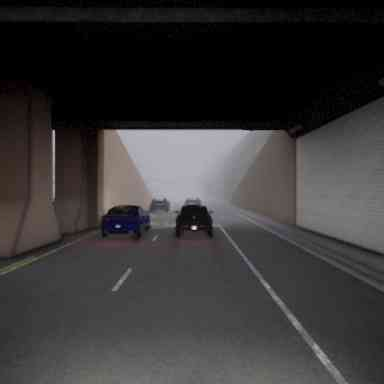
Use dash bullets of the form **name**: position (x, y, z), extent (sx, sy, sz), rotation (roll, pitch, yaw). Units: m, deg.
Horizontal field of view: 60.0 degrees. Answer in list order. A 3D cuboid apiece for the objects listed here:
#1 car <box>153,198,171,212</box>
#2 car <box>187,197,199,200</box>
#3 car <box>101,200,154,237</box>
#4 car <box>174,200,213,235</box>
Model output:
- **car**: position (-3.385, 1.345, 35.694), extent (2.128, 1.511, 4.902), rotation (0, 0, 0)
- **car**: position (0.116, 1.334, 38.367), extent (2.128, 1.511, 4.902), rotation (0, 0, 0)
- **car**: position (-3.393, 1.405, 17.720), extent (1.882, 1.535, 5.008), rotation (0, 0, 0)
- **car**: position (0.108, 1.430, 18.136), extent (1.837, 1.490, 4.892), rotation (0, 0, 0)
